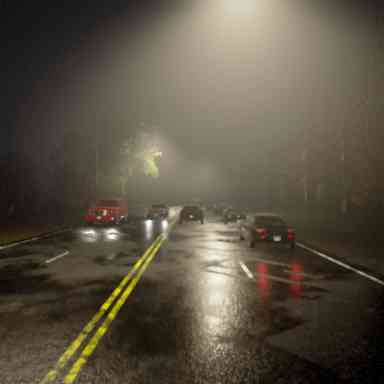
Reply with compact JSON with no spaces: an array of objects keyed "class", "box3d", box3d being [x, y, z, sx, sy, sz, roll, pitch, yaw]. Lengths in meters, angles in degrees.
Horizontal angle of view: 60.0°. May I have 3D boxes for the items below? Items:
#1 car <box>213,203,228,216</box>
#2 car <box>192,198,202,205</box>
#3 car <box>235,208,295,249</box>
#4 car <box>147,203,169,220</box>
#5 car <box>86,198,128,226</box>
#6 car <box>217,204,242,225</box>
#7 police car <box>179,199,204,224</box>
[{"class":"car","box3d":[3.440,1.884,36.940,1.994,1.385,4.181,0,-1,1]},{"class":"car","box3d":[1.204,2.149,75.627,2.033,1.411,5.357,0,0,2]},{"class":"car","box3d":[3.260,1.645,15.007,1.812,1.442,4.674,0,-1,0]},{"class":"car","box3d":[-3.212,1.830,32.151,1.812,1.442,4.674,0,0,1]},{"class":"car","box3d":[-6.525,1.474,26.175,2.150,2.045,5.566,0,-1,1]},{"class":"car","box3d":[3.314,1.825,26.004,1.895,1.301,4.718,0,-1,0]},{"class":"police car","box3d":[-0.005,1.686,27.807,1.930,1.638,5.238,0,0,1]}]
